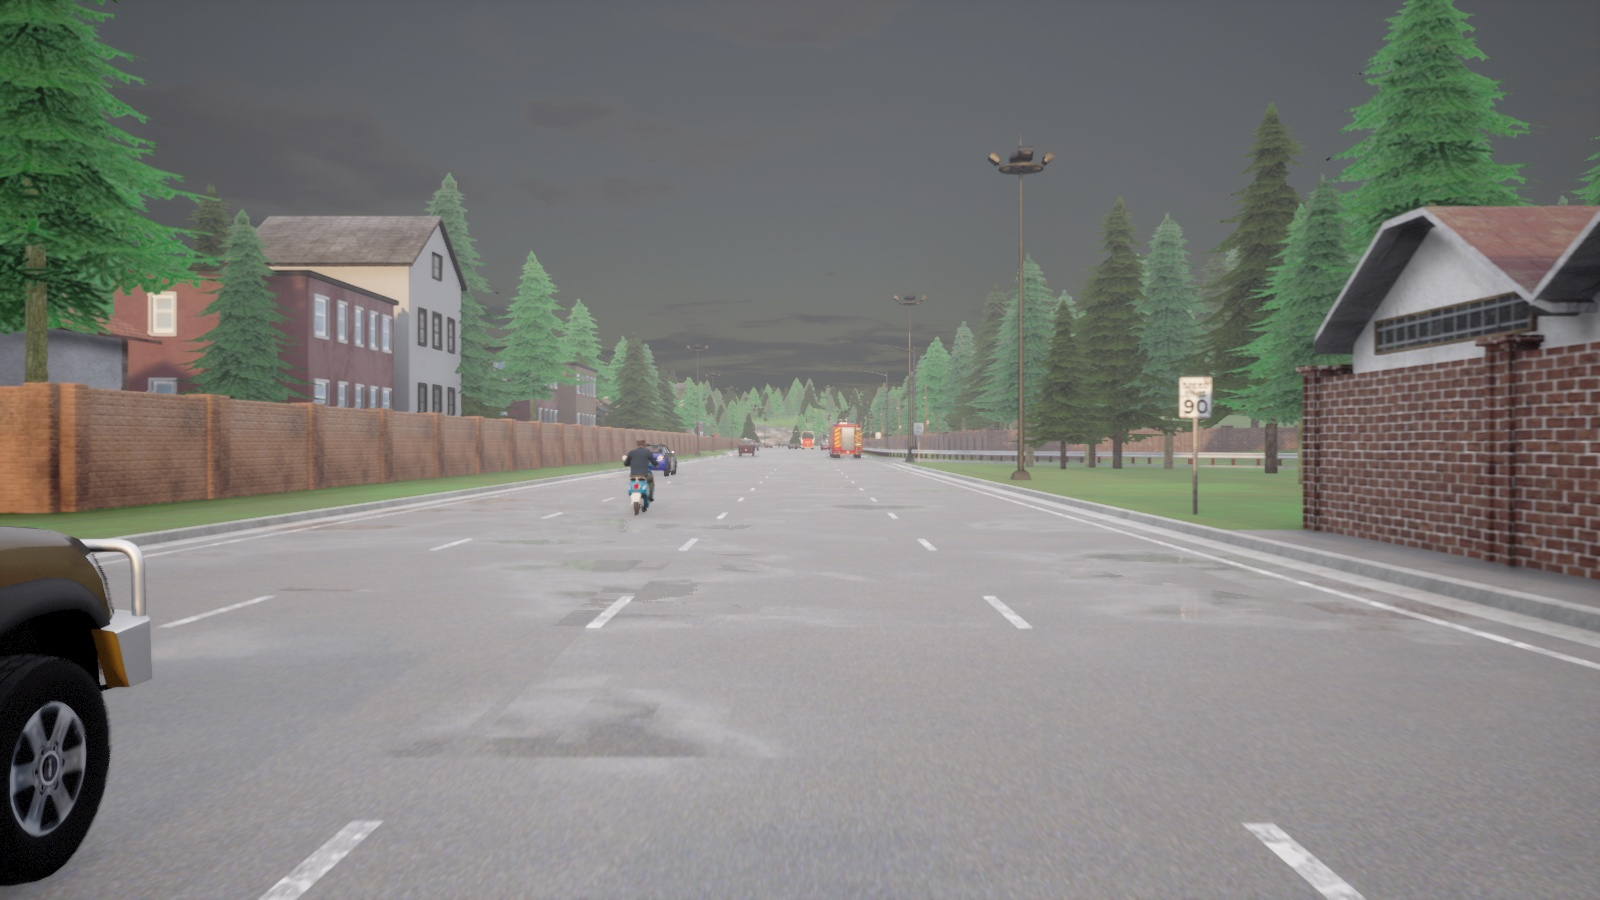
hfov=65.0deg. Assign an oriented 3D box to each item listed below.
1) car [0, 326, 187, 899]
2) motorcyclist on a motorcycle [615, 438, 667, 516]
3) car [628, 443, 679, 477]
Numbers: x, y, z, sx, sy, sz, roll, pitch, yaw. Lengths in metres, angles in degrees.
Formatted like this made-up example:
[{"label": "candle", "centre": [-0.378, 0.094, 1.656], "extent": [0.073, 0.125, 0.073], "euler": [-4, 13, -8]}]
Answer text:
[{"label": "car", "centre": [-3.470, 0.545, 2.802], "extent": [1.932, 1.855, 4.605], "euler": [0, 0, 0]}, {"label": "motorcyclist on a motorcycle", "centre": [-3.345, 0.550, 26.576], "extent": [0.866, 1.590, 1.817], "euler": [0, 0, 0]}, {"label": "car", "centre": [-6.682, 0.435, 57.706], "extent": [1.816, 1.474, 4.193], "euler": [0, 0, 0]}]
